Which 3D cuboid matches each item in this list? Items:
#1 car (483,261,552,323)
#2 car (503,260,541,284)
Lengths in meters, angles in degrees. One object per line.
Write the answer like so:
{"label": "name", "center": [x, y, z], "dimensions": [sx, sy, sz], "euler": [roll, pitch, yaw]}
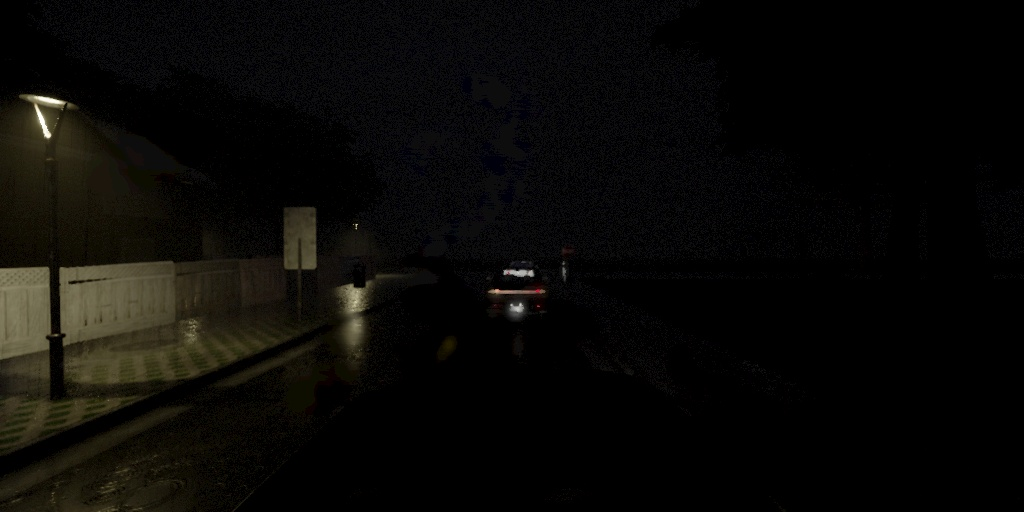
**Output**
{"label": "car", "center": [0.169, 1.074, 11.362], "dimensions": [2.128, 1.511, 4.902], "euler": [0, 1, 1]}
{"label": "car", "center": [0.789, 0.967, 23.865], "dimensions": [1.895, 1.301, 4.718], "euler": [0, 1, 9]}
